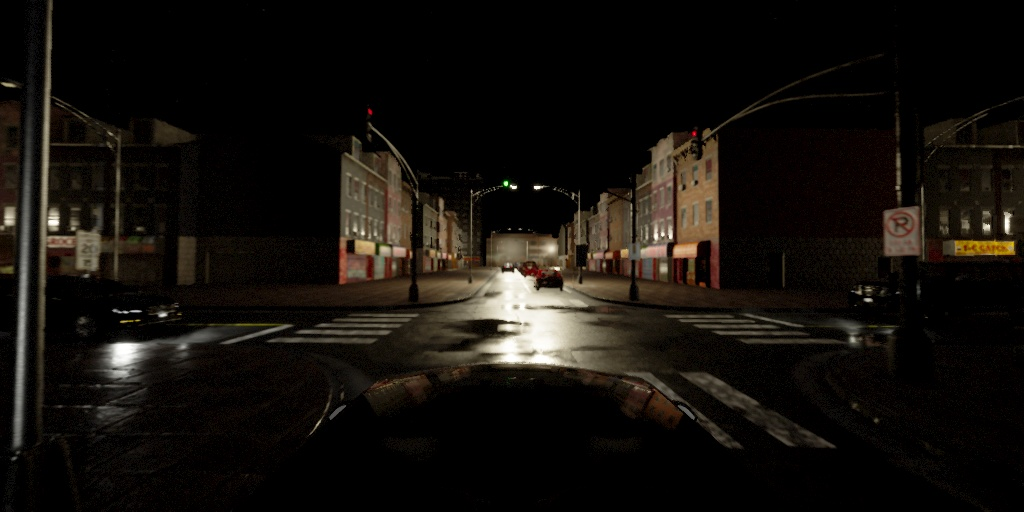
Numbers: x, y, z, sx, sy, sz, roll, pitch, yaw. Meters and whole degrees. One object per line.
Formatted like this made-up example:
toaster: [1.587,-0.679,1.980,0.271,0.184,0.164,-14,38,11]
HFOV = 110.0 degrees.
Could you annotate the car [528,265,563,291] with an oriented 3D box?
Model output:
car: [2.368,1.569,24.223,1.888,1.381,4.507,0,0,-1]

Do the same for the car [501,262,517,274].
car: [-0.593,1.892,54.139,2.128,1.511,4.902,0,-1,-1]

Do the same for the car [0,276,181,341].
car: [-11.427,1.259,9.222,4.892,1.490,1.837,0,-1,-1]

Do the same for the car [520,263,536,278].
car: [2.185,1.775,40.532,1.888,1.381,4.507,0,0,-1]

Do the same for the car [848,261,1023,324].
car: [15.192,1.201,12.571,5.566,2.045,2.150,0,-1,-1]

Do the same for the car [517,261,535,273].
car: [2.124,1.616,45.969,2.192,1.841,5.009,0,0,-1]
